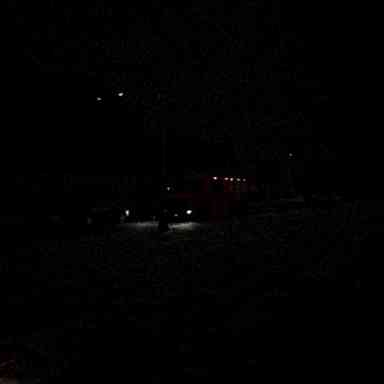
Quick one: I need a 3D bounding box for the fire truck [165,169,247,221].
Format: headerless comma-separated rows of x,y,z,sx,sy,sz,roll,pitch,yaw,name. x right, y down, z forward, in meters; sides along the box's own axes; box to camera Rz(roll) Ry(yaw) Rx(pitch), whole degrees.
1.327,0.195,26.521,2.891,3.827,8.468,1,1,35,fire truck

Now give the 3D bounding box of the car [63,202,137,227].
-5.882,1.316,20.839,2.008,1.369,4.403,1,0,35,car

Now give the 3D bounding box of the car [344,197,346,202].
36.380,1.741,81.300,2.008,1.369,4.403,1,0,35,car

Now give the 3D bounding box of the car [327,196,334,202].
26.629,1.505,67.347,1.967,1.590,4.097,1,0,35,car

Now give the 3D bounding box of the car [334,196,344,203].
33.032,1.671,76.510,1.752,1.417,4.829,1,0,35,car

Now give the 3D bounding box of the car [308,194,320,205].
20.130,1.306,58.045,2.192,1.841,5.009,1,0,35,car

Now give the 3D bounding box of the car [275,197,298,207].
13.624,1.507,48.744,1.802,1.307,4.206,1,0,35,car

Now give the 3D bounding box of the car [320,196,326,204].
23.376,1.609,62.697,1.802,1.307,4.206,1,0,35,car

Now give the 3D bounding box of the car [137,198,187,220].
-2.631,1.353,25.491,1.947,1.339,4.313,1,0,35,car

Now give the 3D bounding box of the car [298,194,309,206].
16.778,1.481,53.255,1.752,1.417,4.829,1,0,35,car
